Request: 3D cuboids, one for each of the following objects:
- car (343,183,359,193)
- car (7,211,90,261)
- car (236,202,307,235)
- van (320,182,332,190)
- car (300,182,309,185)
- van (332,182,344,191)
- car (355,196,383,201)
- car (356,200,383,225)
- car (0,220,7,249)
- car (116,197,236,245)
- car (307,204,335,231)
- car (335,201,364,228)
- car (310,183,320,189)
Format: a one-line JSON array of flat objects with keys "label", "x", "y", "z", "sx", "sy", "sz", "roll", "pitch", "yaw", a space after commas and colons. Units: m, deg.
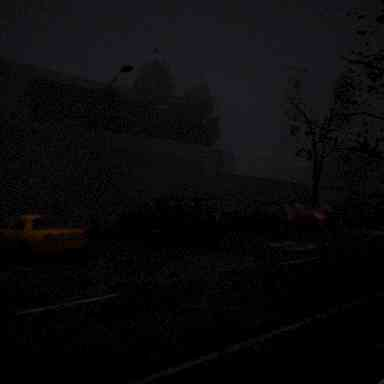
[{"label": "car", "x": 36.379, "y": -0.687, "z": 74.937, "sx": 2.231, "sy": 1.521, "sz": 4.892, "roll": 7, "pitch": 3, "yaw": 35}, {"label": "car", "x": -6.106, "y": 1.493, "z": 12.392, "sx": 5.366, "sy": 1.575, "sz": 1.946, "roll": -1, "pitch": -1, "yaw": 35}, {"label": "car", "x": 3.846, "y": 1.395, "z": 19.238, "sx": 4.553, "sy": 1.767, "sz": 2.185, "roll": -1, "pitch": -1, "yaw": 35}, {"label": "van", "x": 32.893, "y": -1.459, "z": 79.773, "sx": 1.878, "sy": 1.987, "sz": 4.442, "roll": 7, "pitch": 3, "yaw": 35}, {"label": "car", "x": 29.488, "y": -1.737, "z": 84.825, "sx": 2.002, "sy": 1.452, "sz": 4.674, "roll": 7, "pitch": 3, "yaw": 35}, {"label": "van", "x": 34.621, "y": -1.186, "z": 77.301, "sx": 1.878, "sy": 1.987, "sz": 4.442, "roll": 7, "pitch": 3, "yaw": 35}, {"label": "car", "x": 13.572, "y": 1.334, "z": 26.240, "sx": 5.566, "sy": 2.045, "sz": 2.435, "roll": -1, "pitch": -1, "yaw": 35}, {"label": "car", "x": 11.127, "y": 1.596, "z": 24.494, "sx": 4.792, "sy": 1.488, "sz": 2.163, "roll": -1, "pitch": -1, "yaw": 35}, {"label": "car", "x": -8.239, "y": 1.487, "z": 10.446, "sx": 5.366, "sy": 1.575, "sz": 1.946, "roll": -1, "pitch": -1, "yaw": 35}, {"label": "car", "x": -1.094, "y": 1.251, "z": 15.786, "sx": 5.566, "sy": 2.045, "sz": 2.435, "roll": -1, "pitch": -1, "yaw": 35}, {"label": "car", "x": 6.241, "y": 1.409, "z": 21.022, "sx": 4.553, "sy": 1.767, "sz": 2.185, "roll": -1, "pitch": -1, "yaw": 34}, {"label": "car", "x": 8.707, "y": 1.551, "z": 22.748, "sx": 4.892, "sy": 1.521, "sz": 2.231, "roll": -1, "pitch": -1, "yaw": 35}, {"label": "car", "x": 31.318, "y": -1.505, "z": 82.504, "sx": 1.946, "sy": 1.575, "sz": 5.366, "roll": 7, "pitch": 3, "yaw": 35}]
